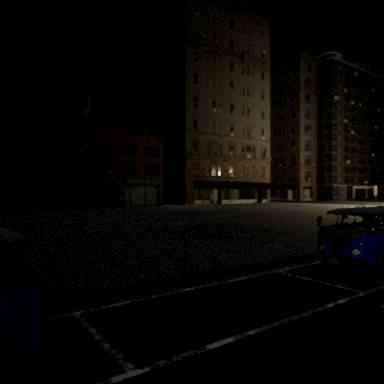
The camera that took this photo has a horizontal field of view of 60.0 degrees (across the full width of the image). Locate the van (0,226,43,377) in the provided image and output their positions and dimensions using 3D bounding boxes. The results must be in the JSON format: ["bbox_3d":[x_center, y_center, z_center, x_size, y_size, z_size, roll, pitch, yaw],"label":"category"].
[{"bbox_3d":[-3.734,1.341,3.525,3.998,1.788,1.690,0,0,-36],"label":"van"}]

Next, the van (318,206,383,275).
[{"bbox_3d":[5.514,1.339,10.123,3.998,1.788,1.690,0,0,-36],"label":"van"}]
